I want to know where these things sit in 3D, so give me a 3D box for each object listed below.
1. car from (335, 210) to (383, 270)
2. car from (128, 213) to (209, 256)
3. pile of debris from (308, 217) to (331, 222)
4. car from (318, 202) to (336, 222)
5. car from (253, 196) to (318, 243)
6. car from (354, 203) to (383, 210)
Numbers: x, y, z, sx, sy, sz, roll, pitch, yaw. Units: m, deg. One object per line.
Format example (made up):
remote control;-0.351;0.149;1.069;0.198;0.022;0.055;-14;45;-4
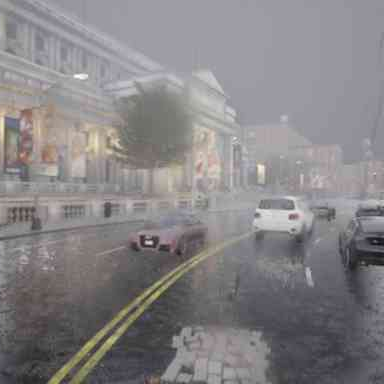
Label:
car;5.963;1.563;10.911;1.837;1.490;4.892;0;0;20
car;-0.777;1.558;13.287;1.994;1.385;4.181;0;0;21
pile of debris;10.630;2.282;27.705;1.500;0.140;1.860;1;0;29
car;10.794;1.599;27.751;2.128;1.511;4.902;1;0;29
car;4.733;1.262;16.711;2.150;2.045;5.566;1;-1;27
car;13.843;1.641;26.022;1.837;1.490;4.892;1;0;29
